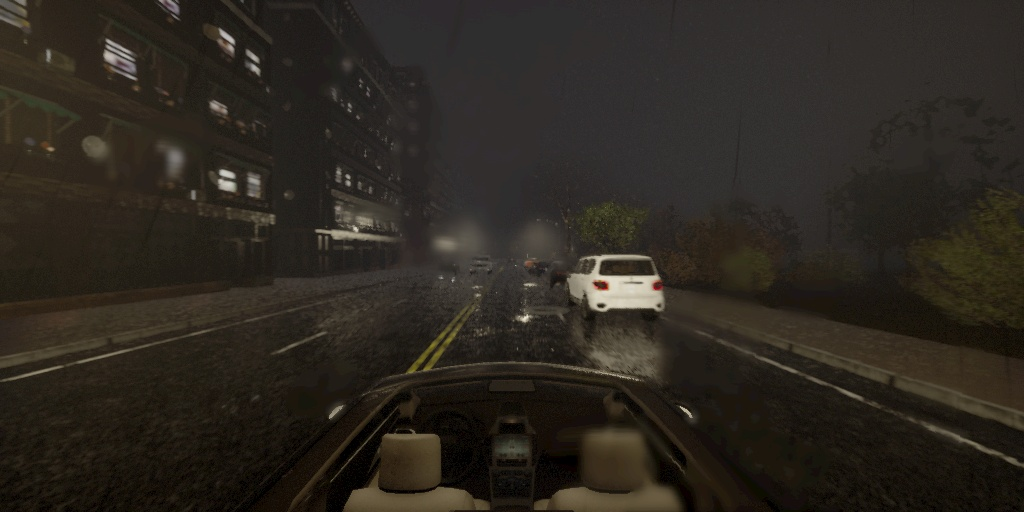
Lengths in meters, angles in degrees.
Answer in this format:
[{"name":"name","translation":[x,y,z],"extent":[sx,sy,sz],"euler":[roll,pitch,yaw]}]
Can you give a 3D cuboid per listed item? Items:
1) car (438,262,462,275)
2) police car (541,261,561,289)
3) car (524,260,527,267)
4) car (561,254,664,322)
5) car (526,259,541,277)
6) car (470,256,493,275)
[{"name":"car","translation":[-6.563,1.312,38.189],"extent":[1.994,1.385,4.181],"euler":[0,0,0]},{"name":"police car","translation":[3.254,1.174,23.521],"extent":[1.930,1.638,5.238],"euler":[0,0,0]},{"name":"car","translation":[3.256,1.097,56.382],"extent":[2.097,1.767,4.553],"euler":[0,0,0]},{"name":"car","translation":[3.252,0.970,12.440],"extent":[2.150,2.045,5.566],"euler":[0,0,0]},{"name":"car","translation":[3.003,1.273,34.960],"extent":[1.812,1.442,4.674],"euler":[0,0,-10]},{"name":"car","translation":[-3.314,0.972,39.449],"extent":[2.150,2.045,5.566],"euler":[0,0,0]}]
